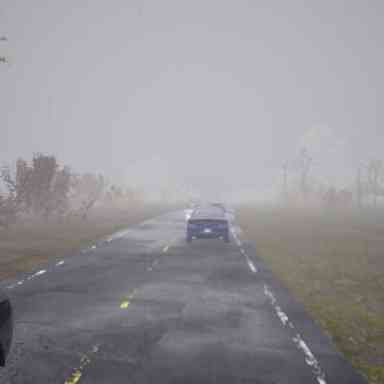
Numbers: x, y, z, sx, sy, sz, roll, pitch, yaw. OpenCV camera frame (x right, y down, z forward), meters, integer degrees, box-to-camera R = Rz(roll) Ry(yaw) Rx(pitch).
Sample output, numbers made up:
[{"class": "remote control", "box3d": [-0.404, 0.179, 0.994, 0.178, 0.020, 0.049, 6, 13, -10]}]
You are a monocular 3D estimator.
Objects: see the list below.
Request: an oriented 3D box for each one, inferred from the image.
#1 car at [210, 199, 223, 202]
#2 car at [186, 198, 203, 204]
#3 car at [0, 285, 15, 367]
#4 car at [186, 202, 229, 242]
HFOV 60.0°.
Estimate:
[{"class": "car", "box3d": [2.764, 1.518, 37.288, 1.812, 1.442, 4.674, 0, 0, 7]}, {"class": "car", "box3d": [0.376, 1.486, 43.565, 2.128, 1.511, 4.902, 0, 0, 8]}, {"class": "car", "box3d": [-3.042, 1.496, 1.918, 2.128, 1.511, 4.902, 0, 0, 2]}, {"class": "car", "box3d": [0.801, 1.476, 16.415, 1.882, 1.535, 5.008, 0, 0, 4]}]
